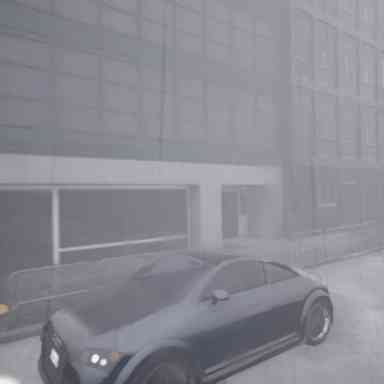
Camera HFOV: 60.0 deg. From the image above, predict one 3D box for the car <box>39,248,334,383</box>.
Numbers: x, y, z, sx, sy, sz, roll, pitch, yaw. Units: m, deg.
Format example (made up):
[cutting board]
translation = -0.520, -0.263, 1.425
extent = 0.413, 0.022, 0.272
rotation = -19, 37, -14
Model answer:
[car]
translation = 0.142, 1.563, 4.727
extent = 4.181, 1.385, 1.994
rotation = -1, 0, -36
